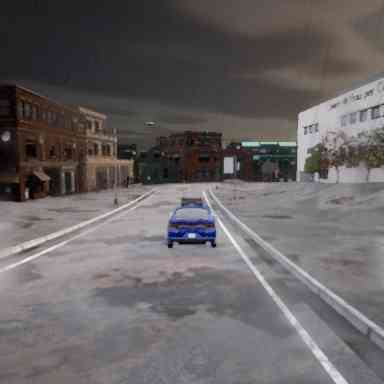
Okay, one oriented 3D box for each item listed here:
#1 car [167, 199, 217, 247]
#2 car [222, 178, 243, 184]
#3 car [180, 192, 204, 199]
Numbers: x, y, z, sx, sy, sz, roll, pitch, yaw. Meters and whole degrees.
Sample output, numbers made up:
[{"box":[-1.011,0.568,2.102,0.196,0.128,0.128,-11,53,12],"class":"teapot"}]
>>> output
[{"box":[0.000,1.317,14.121,1.882,1.535,5.008,0,1,0],"class":"car"},{"box":[9.183,-2.443,75.455,4.718,1.301,1.895,-2,5,-30],"class":"car"},{"box":[-0.001,0.744,29.110,1.882,1.535,5.008,0,3,0],"class":"car"}]
